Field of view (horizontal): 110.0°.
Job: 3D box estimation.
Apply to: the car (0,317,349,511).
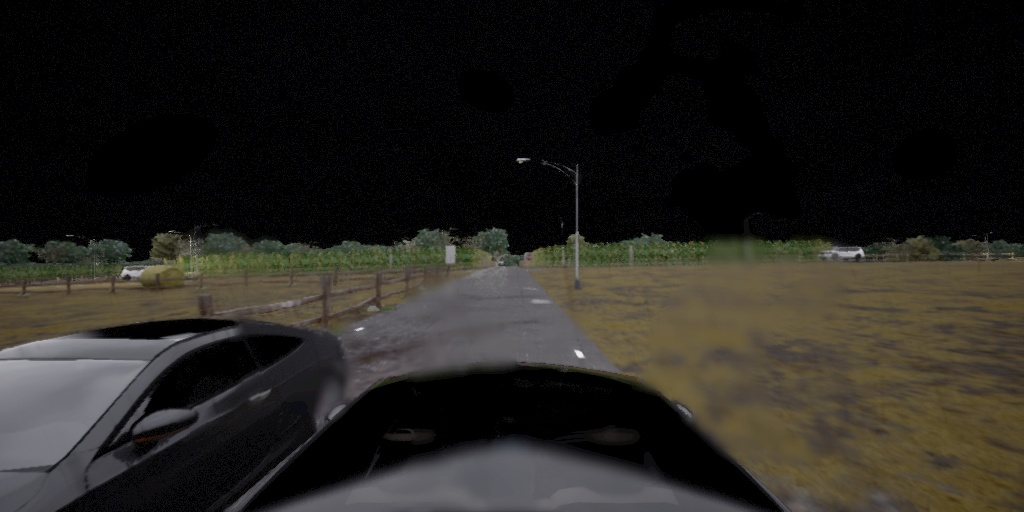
[{"bbox_3d":[-2.854,1.275,2.569,1.812,1.442,4.674,0,0,0],"label":"car"}]
